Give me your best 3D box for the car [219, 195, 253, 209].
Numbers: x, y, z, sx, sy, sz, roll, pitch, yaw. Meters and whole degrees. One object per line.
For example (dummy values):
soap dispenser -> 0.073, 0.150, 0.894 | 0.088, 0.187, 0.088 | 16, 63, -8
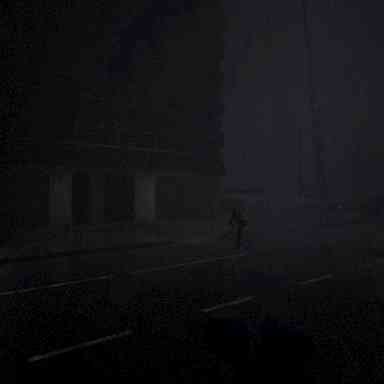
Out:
car -> 5.721, 1.419, 43.760 | 1.882, 1.535, 5.008 | 0, 0, -39

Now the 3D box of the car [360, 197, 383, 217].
car -> 17.204, 1.306, 28.835 | 2.097, 1.767, 4.553 | -1, 1, -37

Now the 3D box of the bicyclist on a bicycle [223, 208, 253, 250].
bicyclist on a bicycle -> 1.790, 1.454, 13.158 | 0.582, 1.620, 1.656 | 0, -2, -37

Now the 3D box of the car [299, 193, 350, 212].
car -> 14.873, 1.164, 37.677 | 2.150, 2.045, 5.566 | 0, 0, -37

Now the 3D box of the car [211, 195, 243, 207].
car -> 5.161, 1.292, 49.778 | 2.097, 1.767, 4.553 | 0, 0, -43
